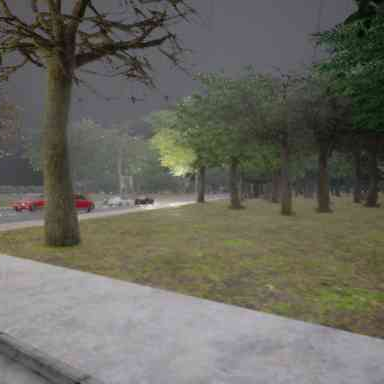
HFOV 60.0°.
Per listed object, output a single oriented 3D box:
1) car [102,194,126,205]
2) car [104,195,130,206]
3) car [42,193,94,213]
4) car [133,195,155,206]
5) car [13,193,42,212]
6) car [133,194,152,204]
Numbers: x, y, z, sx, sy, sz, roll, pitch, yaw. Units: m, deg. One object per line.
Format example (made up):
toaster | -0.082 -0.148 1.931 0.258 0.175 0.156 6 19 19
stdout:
car | -13.323 1.285 57.079 2.097 1.767 4.553 0 0 13
car | -11.280 1.453 51.413 1.812 1.442 4.674 0 0 13
car | -11.978 1.153 33.343 2.150 2.045 5.566 0 0 13
car | -7.503 1.396 53.218 1.882 1.535 5.008 0 0 13
car | -17.777 1.157 38.051 2.150 2.045 5.566 0 1 13
car | -9.057 1.271 61.175 2.097 1.767 4.553 0 0 13
